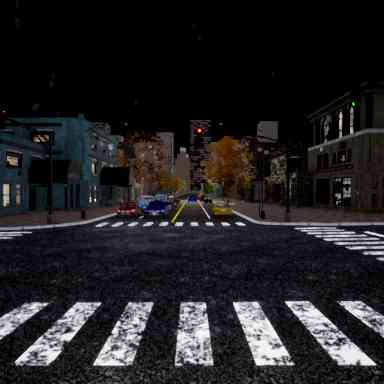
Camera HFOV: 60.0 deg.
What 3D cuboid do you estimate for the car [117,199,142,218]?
[{"bbox_3d":[-5.674,1.577,30.367,1.802,1.307,4.206,0,0,0],"label":"car"}]

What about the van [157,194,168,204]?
[{"bbox_3d":[-5.656,1.328,63.645,1.690,1.788,3.998,0,0,0],"label":"van"}]

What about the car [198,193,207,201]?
[{"bbox_3d":[2.737,1.297,85.826,2.192,1.841,5.009,-1,0,0],"label":"car"}]

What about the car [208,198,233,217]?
[{"bbox_3d":[2.706,1.520,30.533,1.752,1.417,4.829,-1,0,0],"label":"car"}]

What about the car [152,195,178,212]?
[{"bbox_3d":[-3.075,1.484,38.820,2.128,1.511,4.902,0,0,0],"label":"car"}]

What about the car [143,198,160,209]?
[{"bbox_3d":[-5.665,1.536,47.007,1.887,1.381,4.507,0,0,0],"label":"car"}]

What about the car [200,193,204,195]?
[{"bbox_3d":[2.733,1.551,74.733,1.947,1.339,4.313,-1,0,0],"label":"car"}]

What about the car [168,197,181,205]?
[{"bbox_3d":[-3.028,1.589,58.054,1.895,1.301,4.718,0,0,0],"label":"car"}]

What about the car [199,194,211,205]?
[{"bbox_3d":[2.723,1.539,58.094,2.008,1.369,4.403,-1,0,0],"label":"car"}]

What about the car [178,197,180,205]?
[{"bbox_3d":[-3.063,1.555,47.944,1.994,1.385,4.181,0,0,0],"label":"car"}]

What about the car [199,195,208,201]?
[{"bbox_3d":[2.737,1.528,80.279,1.887,1.381,4.507,-1,0,0],"label":"car"}]

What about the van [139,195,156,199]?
[{"bbox_3d":[-5.669,1.333,41.460,1.690,1.788,3.998,0,0,0],"label":"van"}]

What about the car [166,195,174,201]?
[{"bbox_3d":[-5.641,1.526,85.831,1.887,1.381,4.507,0,0,0],"label":"car"}]

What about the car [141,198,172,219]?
[{"bbox_3d":[-3.099,1.521,29.621,1.812,1.442,4.674,0,0,0],"label":"car"}]

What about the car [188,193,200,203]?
[{"bbox_3d":[0.110,1.463,70.795,1.882,1.535,5.008,0,0,0],"label":"car"}]

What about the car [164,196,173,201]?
[{"bbox_3d":[-5.645,1.549,80.284,1.947,1.339,4.313,0,0,0],"label":"car"}]

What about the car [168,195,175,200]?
[{"bbox_3d":[-5.638,1.562,91.377,1.802,1.307,4.206,0,0,0],"label":"car"}]
